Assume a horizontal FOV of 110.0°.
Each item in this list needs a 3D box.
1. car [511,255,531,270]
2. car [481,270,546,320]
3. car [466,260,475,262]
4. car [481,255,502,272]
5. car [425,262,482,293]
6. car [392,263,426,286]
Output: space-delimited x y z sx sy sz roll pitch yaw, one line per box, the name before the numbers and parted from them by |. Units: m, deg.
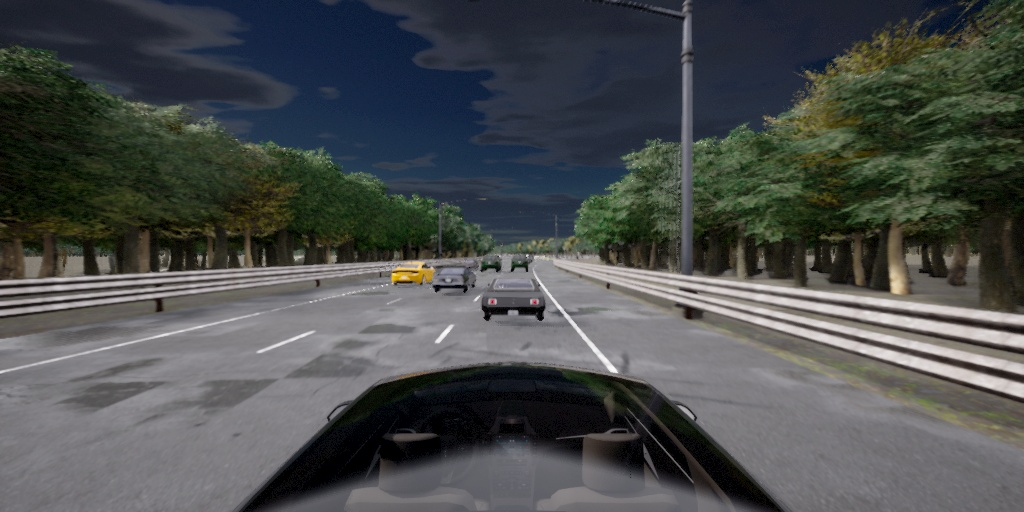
car | 1.058 0.892 46.515 2.150 2.045 5.566 0 0 3
car | 0.069 1.339 12.501 1.895 1.301 4.718 0 0 1
car | -5.746 1.199 50.391 2.033 1.411 5.357 0 0 3
car | -2.464 0.895 43.876 2.150 2.045 5.566 0 0 2
car | -3.196 1.271 20.742 2.033 1.411 5.357 0 0 1
car | -6.631 1.190 24.694 1.882 1.535 5.008 0 0 1
